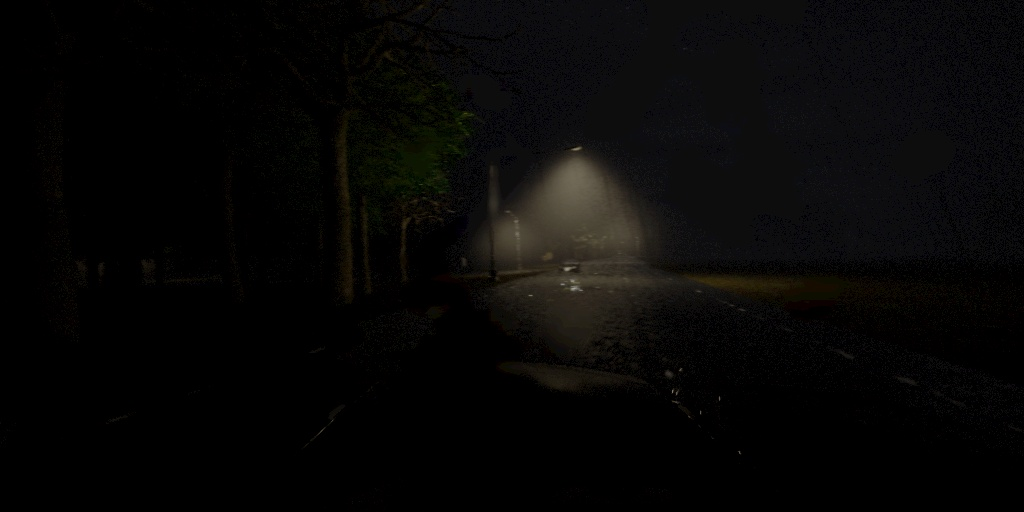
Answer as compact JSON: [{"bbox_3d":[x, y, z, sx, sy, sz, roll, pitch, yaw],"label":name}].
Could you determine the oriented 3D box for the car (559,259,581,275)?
[{"bbox_3d":[6.122,1.114,37.693,2.128,1.511,4.902,0,0,16],"label":"car"}]
